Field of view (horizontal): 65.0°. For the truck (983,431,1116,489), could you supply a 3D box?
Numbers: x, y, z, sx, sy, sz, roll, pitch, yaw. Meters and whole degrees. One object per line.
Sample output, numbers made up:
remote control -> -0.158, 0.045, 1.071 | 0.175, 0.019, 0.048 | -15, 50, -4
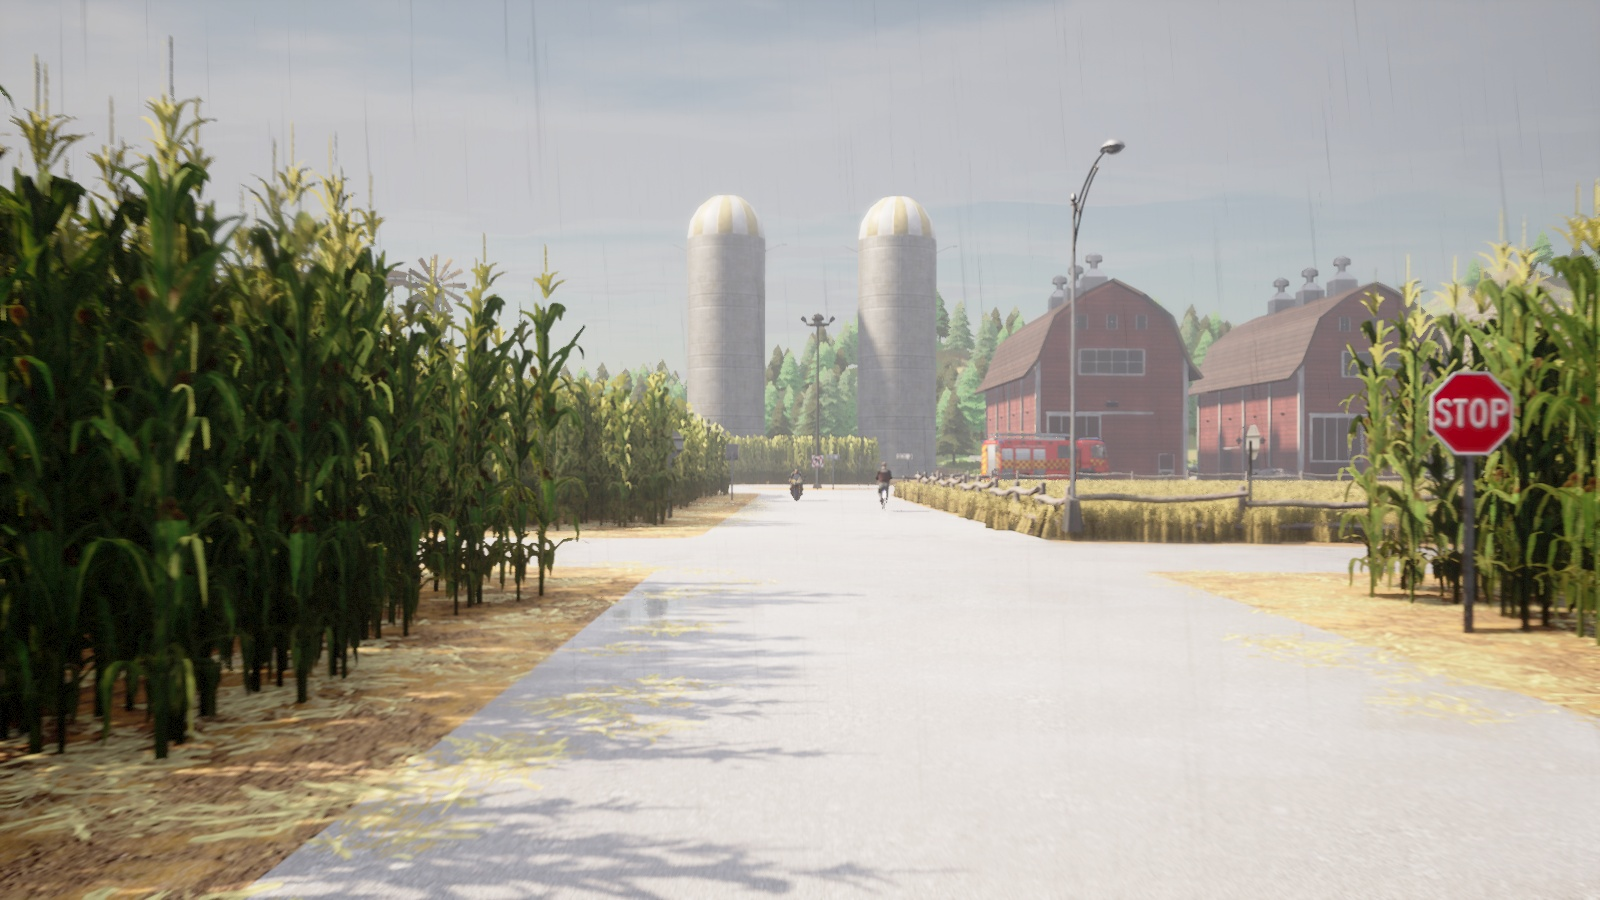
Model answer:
truck -> 17.001, 0.684, 85.601 | 8.468, 3.827, 2.891 | 0, -1, -18

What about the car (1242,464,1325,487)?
car -> 33.337, 1.749, 86.613 | 4.902, 1.511, 2.128 | 0, -1, -4

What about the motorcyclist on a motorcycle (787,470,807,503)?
motorcyclist on a motorcycle -> -0.140, 1.676, 58.290 | 0.866, 1.530, 2.191 | 0, -1, 0
